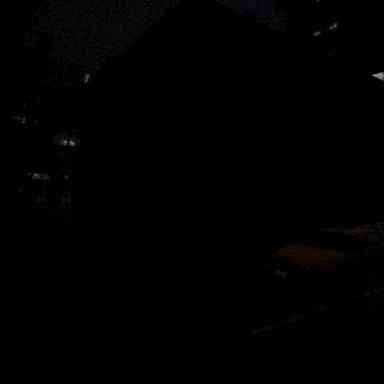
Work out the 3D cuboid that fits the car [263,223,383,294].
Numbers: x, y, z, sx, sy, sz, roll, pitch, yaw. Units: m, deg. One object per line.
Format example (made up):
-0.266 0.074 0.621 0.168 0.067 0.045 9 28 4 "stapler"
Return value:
3.978 1.555 8.911 4.829 1.417 1.752 0 2 -35 "car"
